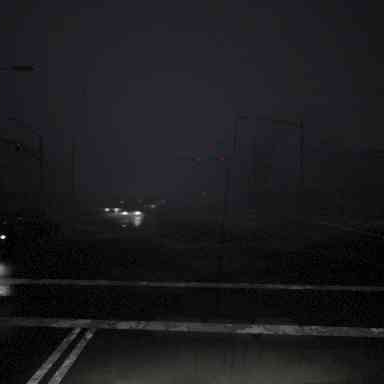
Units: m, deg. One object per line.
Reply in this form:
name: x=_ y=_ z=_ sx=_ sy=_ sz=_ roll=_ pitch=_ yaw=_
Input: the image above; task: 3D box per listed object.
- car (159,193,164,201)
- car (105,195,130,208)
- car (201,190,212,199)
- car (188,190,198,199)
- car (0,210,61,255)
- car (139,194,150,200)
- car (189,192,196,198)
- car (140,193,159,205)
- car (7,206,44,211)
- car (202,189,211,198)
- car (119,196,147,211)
car: x=-6.837 y=1.006 z=69.144 sx=1.882 sy=1.535 sz=5.008 roll=0 pitch=1 yaw=0
car: x=-10.494 y=1.417 z=46.056 sx=2.033 sy=1.411 sz=5.357 roll=0 pitch=1 yaw=0
car: x=3.685 y=0.910 z=77.567 sx=1.994 sy=1.385 sz=4.181 roll=0 pitch=1 yaw=0
car: x=0.181 y=0.604 z=76.503 sx=2.150 sy=2.045 sz=5.566 roll=0 pitch=1 yaw=0
car: x=-7.073 y=1.601 z=13.346 sx=1.895 sy=1.301 sz=4.718 roll=0 pitch=0 yaw=0
car: x=-10.328 y=1.054 z=72.638 sx=1.895 sy=1.301 sz=4.718 roll=0 pitch=1 yaw=0
car: x=0.207 y=0.685 z=87.179 sx=1.812 sy=1.442 sz=4.674 roll=0 pitch=1 yaw=0
car: x=-6.965 y=1.253 z=53.923 sx=1.882 sy=1.535 sz=5.008 roll=0 pitch=1 yaw=0
car: x=-10.554 y=1.561 z=21.023 sx=1.994 sy=1.385 sz=4.181 roll=0 pitch=0 yaw=0
car: x=3.708 y=0.378 z=87.560 sx=2.150 sy=2.045 sz=5.566 roll=0 pitch=1 yaw=0
car: x=-7.009 y=1.527 z=40.003 sx=1.895 sy=1.301 sz=4.718 roll=0 pitch=0 yaw=0
